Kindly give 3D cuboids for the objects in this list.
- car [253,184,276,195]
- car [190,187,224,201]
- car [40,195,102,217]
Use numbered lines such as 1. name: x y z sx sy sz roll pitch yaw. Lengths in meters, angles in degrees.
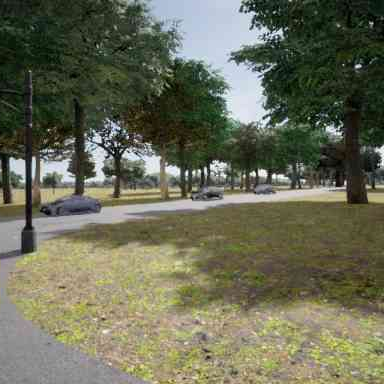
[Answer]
1. car: 10.505 -0.342 48.276 2.128 1.511 4.902 -1 2 38
2. car: 1.724 0.199 36.932 2.128 1.511 4.902 -1 2 38
3. car: -8.601 0.928 23.805 1.994 1.385 4.181 -1 2 40
